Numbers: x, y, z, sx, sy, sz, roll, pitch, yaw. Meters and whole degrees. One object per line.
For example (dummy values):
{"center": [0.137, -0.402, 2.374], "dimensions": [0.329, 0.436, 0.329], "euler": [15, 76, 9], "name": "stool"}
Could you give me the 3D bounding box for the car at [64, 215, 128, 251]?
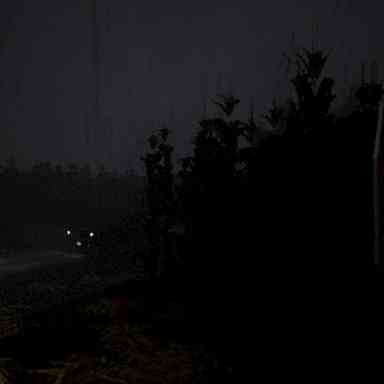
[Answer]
{"center": [-3.259, 1.740, 15.023], "dimensions": [1.895, 1.301, 4.718], "euler": [-1, -1, 35], "name": "car"}
